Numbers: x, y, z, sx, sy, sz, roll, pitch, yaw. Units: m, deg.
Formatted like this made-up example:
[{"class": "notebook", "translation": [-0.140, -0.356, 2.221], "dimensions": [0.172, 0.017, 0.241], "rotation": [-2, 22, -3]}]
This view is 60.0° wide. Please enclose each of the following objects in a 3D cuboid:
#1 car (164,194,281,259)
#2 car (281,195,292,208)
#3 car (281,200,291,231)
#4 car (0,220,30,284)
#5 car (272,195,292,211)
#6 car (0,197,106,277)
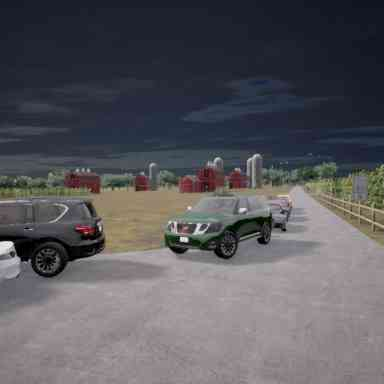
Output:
[{"class": "car", "translation": [1.289, 1.108, 12.679], "dimensions": [2.150, 2.045, 5.566], "rotation": [0, 0, 34]}, {"class": "car", "translation": [6.248, 1.235, 24.741], "dimensions": [1.882, 1.535, 5.008], "rotation": [0, 0, 18]}, {"class": "car", "translation": [4.401, 1.380, 19.005], "dimensions": [1.994, 1.385, 4.181], "rotation": [0, 0, 17]}, {"class": "car", "translation": [-6.068, 1.612, 6.648], "dimensions": [4.674, 1.442, 1.812], "rotation": [-2, 2, -37]}, {"class": "car", "translation": [9.976, 1.110, 36.492], "dimensions": [1.882, 1.535, 5.008], "rotation": [0, 0, 18]}, {"class": "car", "translation": [-5.372, 1.227, 9.601], "dimensions": [5.566, 2.045, 2.150], "rotation": [-1, 1, -4]}]
